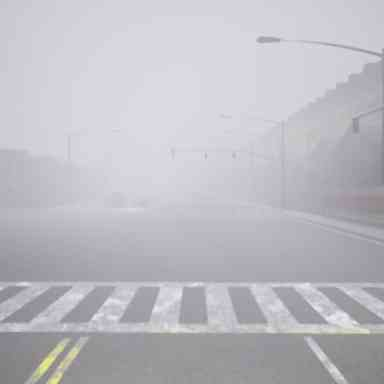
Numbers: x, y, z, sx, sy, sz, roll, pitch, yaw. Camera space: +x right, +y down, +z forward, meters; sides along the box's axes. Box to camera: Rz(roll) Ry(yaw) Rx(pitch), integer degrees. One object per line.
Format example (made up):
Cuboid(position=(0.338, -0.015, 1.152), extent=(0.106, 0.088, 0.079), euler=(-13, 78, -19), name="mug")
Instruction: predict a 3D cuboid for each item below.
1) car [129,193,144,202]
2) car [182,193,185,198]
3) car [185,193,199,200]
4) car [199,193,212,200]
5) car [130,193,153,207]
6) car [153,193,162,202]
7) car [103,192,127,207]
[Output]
Cuboid(position=(-10.506, 1.015, 63.576), extent=(2.097, 1.767, 4.553), euler=(0, 0, 0), name="car")
Cuboid(position=(-1.183, 0.921, 85.283), extent=(1.837, 1.490, 4.892), euler=(0, 0, -17), name="car")
Cuboid(position=(-0.022, 1.092, 75.192), extent=(1.837, 1.490, 4.892), euler=(0, 0, -3), name="car")
Cuboid(position=(3.464, 1.143, 76.514), extent=(1.994, 1.385, 4.181), euler=(0, 0, -3), name="car")
Cuboid(position=(-7.080, 1.245, 46.112), extent=(2.128, 1.511, 4.902), euler=(0, 1, 0), name="car")
Cuboid(position=(-7.004, 1.009, 64.653), extent=(2.097, 1.767, 4.553), euler=(0, 0, 0), name="car")
Cuboid(position=(-10.567, 0.972, 45.858), extent=(2.150, 2.045, 5.566), euler=(0, 1, 2), name="car")
